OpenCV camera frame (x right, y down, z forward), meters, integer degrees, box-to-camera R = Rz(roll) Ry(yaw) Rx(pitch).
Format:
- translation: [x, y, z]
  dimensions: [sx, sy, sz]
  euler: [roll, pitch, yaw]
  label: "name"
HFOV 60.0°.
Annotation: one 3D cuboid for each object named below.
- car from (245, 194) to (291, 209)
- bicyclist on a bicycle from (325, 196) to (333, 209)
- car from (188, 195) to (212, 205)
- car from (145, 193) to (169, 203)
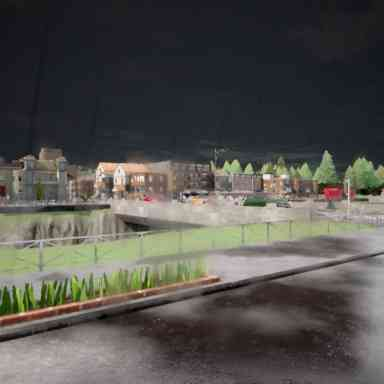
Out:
- translation: [8.379, 1.221, 37.398]
  dimensions: [2.150, 2.045, 5.566]
  euler: [0, 0, -36]
  label: "car"
- translation: [16.594, 1.349, 40.362]
  dimensions: [1.656, 1.620, 0.582]
  euler: [0, 0, -36]
  label: "bicyclist on a bicycle"
- translation: [1.270, 1.352, 54.459]
  dimensions: [2.097, 1.767, 4.553]
  euler: [0, 0, -36]
  label: "car"
- translation: [-6.165, 1.226, 57.744]
  dimensions: [2.150, 2.045, 5.566]
  euler: [0, 0, -35]
  label: "car"
